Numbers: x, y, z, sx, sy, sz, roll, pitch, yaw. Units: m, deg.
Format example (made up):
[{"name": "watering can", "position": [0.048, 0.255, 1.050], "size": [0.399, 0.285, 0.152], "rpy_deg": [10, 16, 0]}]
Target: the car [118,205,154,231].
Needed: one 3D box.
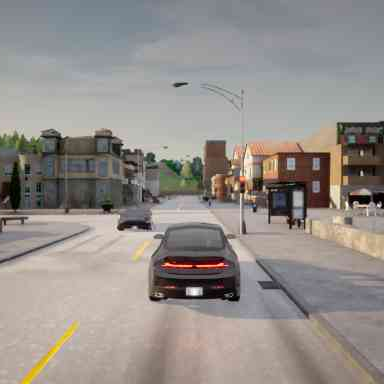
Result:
[{"name": "car", "position": [-3.355, 1.547, 20.717], "size": [2.033, 1.411, 5.357], "rpy_deg": [0, 0, -6]}]

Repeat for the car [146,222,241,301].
[{"name": "car", "position": [0.064, 1.505, 8.288], "size": [1.837, 1.490, 4.892], "rpy_deg": [0, 0, 1]}]
